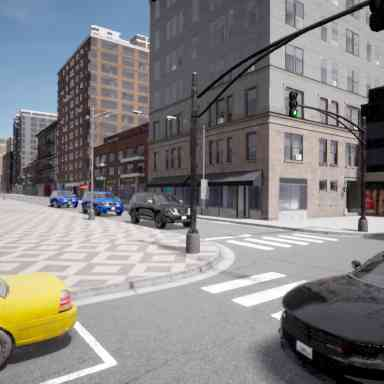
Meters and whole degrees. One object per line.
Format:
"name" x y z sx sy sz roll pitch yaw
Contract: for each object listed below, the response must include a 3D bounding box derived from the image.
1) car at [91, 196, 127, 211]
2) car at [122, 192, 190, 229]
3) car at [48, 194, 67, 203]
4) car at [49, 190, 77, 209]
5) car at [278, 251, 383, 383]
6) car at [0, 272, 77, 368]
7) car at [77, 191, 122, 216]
"car" -9.126 1.202 36.365 2.128 1.511 4.902 1 0 -35
"car" -2.036 1.053 20.803 2.150 2.045 5.566 1 0 -35
"car" -22.314 1.028 54.995 1.812 1.442 4.674 1 0 -35
"car" -15.258 0.844 39.534 2.150 2.045 5.566 1 0 -35
"car" 3.567 1.464 4.639 5.008 1.535 1.882 0 0 -22
"car" -3.945 1.525 3.938 4.829 1.417 1.752 0 1 -36
"car" -7.980 0.960 29.212 2.150 2.045 5.566 1 0 -35
